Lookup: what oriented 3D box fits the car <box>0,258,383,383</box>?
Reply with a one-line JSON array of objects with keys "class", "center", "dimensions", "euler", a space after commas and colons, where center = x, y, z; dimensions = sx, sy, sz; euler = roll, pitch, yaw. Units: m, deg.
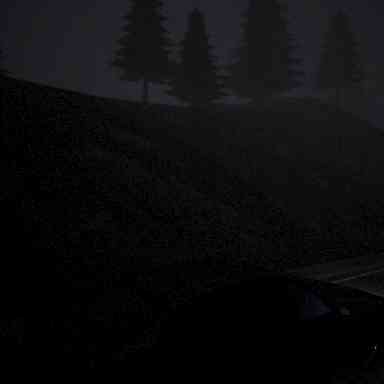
[{"class": "car", "center": [0.403, 1.582, 4.034], "dimensions": [5.357, 1.411, 2.033], "euler": [1, -1, -36]}]
